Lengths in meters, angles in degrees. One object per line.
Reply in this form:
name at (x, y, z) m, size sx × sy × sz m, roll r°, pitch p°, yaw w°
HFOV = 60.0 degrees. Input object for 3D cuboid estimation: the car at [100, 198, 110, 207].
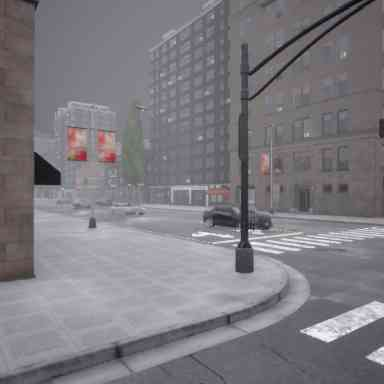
car at (-15.297, 1.715, 57.018) m, size 2.128 × 1.511 × 4.902 m, roll 0°, pitch 0°, yaw -36°

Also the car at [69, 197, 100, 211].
car at (-14.370, 1.674, 44.303) m, size 1.837 × 1.490 × 4.892 m, roll 0°, pitch 0°, yaw -35°

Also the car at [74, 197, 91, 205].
car at (-21.844, 1.765, 66.141) m, size 1.837 × 1.490 × 4.892 m, roll 0°, pitch 0°, yaw -36°

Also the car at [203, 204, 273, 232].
car at (2.691, 1.534, 20.479) m, size 1.882 × 1.535 × 5.008 m, roll 0°, pitch 0°, yaw -36°

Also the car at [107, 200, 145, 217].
car at (-6.473, 1.718, 33.244) m, size 1.895 × 1.301 × 4.718 m, roll 0°, pitch 0°, yaw -36°

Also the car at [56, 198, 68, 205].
car at (-25.219, 1.807, 65.261) m, size 2.033 × 1.411 × 5.357 m, roll 0°, pitch 0°, yaw -36°
